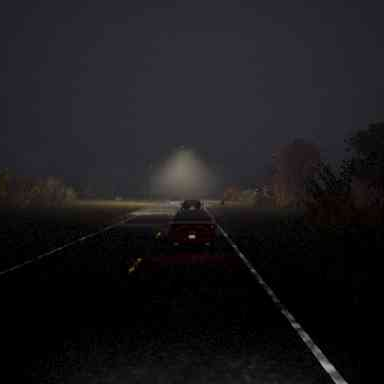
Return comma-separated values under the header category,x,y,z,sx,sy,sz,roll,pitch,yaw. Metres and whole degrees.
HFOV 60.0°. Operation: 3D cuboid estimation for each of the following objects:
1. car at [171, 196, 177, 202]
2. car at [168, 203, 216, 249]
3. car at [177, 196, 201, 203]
category,x,y,z,sx,sy,sz,roll,pitch,yaw
car,-3.760,1.560,75.946,1.994,1.385,4.181,0,0,-3
car,0.000,1.487,14.651,1.882,1.535,5.008,0,0,0
car,0.000,1.376,29.621,2.097,1.767,4.553,0,0,0
